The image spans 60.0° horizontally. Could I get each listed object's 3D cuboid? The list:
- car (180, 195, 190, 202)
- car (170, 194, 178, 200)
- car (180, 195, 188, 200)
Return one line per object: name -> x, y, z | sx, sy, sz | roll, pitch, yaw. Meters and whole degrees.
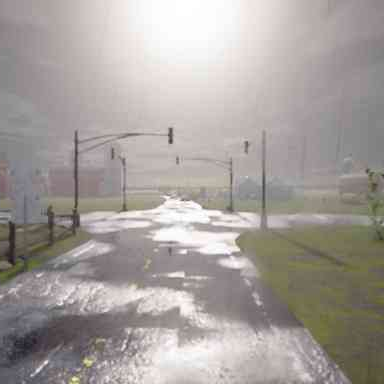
car -> -1.609, 1.642, 80.411 | 1.895, 1.301, 4.718 | 0, 0, -3
car -> -4.589, 1.201, 84.415 | 1.812, 1.442, 4.674 | 0, 0, -3
car -> -2.203, 1.484, 90.396 | 1.837, 1.490, 4.892 | 0, 0, -4
